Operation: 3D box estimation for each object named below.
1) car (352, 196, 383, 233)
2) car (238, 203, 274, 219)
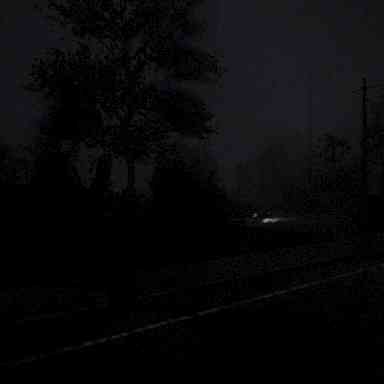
[{"bbox_3d":[10.798,1.236,16.937,2.150,2.045,5.566,0,0,-16],"label":"car"},{"bbox_3d":[5.618,1.728,31.344,1.994,1.385,4.181,0,-1,-41],"label":"car"}]
